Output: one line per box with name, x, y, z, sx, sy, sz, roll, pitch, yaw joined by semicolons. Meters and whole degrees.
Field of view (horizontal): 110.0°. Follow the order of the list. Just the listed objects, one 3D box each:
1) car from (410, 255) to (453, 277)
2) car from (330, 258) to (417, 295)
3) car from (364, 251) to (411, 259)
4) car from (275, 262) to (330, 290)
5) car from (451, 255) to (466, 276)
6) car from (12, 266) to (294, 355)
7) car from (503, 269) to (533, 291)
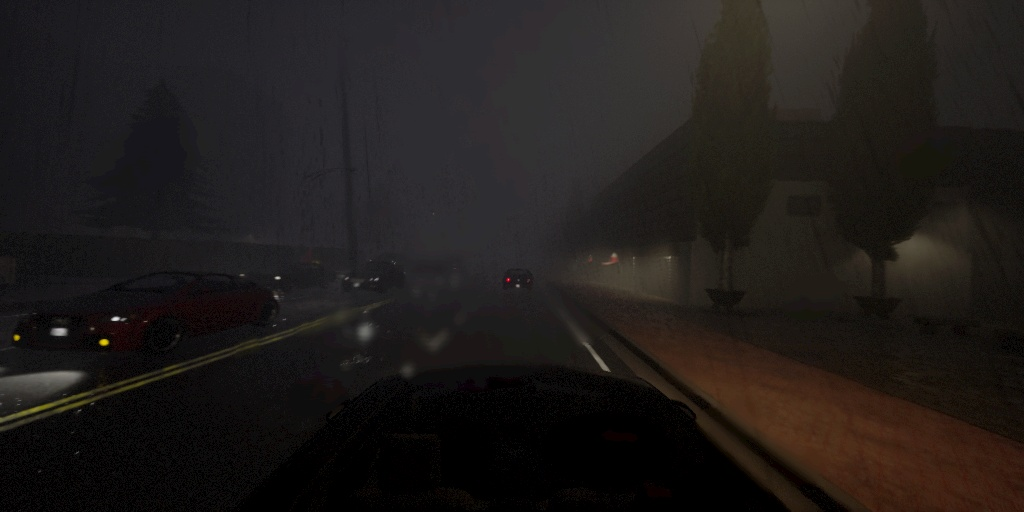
car;-6.424;0.840;28.973;1.994;1.385;4.181;3;0;1
car;-6.785;1.034;18.241;2.128;1.511;4.902;3;-1;1
car;-9.909;0.476;29.087;2.097;1.767;4.553;3;0;1
car;-10.320;0.963;16.915;1.895;1.301;4.718;3;0;1
car;-6.237;0.931;37.876;2.150;2.045;5.566;3;-1;2
car;-7.039;1.018;7.608;1.994;1.385;4.181;3;0;1
car;0.437;1.532;24.089;1.895;1.301;4.718;3;0;1
